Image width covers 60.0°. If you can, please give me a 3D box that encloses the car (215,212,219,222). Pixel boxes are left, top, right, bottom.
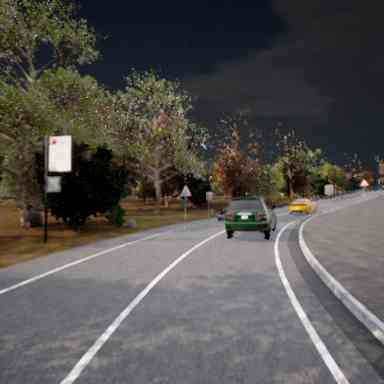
[{"bbox_3d":[3.612,1.750,27.710,1.895,1.301,4.718,-2,-1,27],"label":"car"}]

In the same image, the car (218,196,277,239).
[{"bbox_3d":[3.269,1.258,17.921,2.150,2.045,5.566,-2,-1,18],"label":"car"}]

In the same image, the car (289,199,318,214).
[{"bbox_3d":[11.602,1.432,34.474,1.882,1.535,5.008,-3,-1,33],"label":"car"}]
